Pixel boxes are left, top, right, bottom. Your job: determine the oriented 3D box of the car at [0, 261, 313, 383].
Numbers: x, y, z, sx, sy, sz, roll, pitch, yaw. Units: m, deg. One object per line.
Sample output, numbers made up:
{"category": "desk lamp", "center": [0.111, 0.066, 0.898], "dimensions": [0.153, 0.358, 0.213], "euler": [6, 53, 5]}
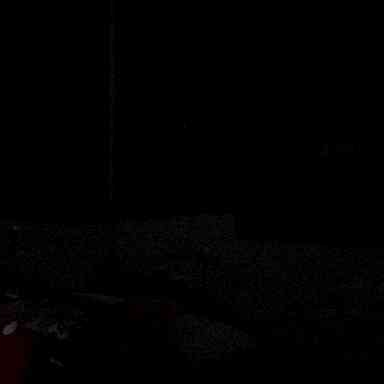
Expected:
{"category": "car", "center": [-0.896, 1.592, 3.597], "dimensions": [4.206, 1.307, 1.802], "euler": [0, 0, 36]}
